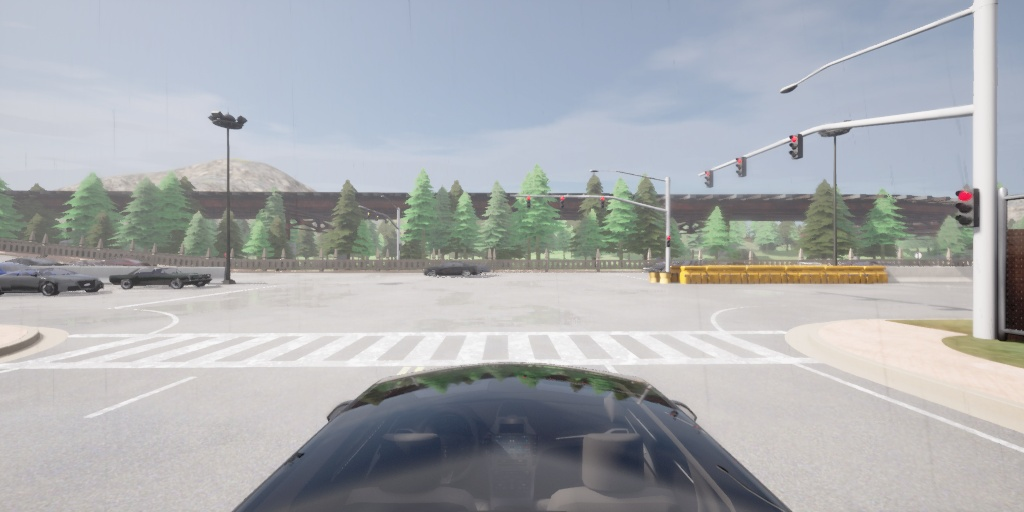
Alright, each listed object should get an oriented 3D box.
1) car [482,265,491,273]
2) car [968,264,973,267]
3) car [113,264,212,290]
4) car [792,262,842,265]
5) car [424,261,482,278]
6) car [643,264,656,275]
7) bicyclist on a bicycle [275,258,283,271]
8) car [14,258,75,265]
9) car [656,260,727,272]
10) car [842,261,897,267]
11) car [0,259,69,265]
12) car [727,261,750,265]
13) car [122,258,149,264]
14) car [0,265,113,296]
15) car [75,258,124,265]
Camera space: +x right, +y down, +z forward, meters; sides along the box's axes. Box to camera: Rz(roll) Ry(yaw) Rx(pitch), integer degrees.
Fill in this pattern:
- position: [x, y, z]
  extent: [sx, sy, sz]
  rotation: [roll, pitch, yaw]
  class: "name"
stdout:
- position: [-4.808, 1.297, 36.842]
  extent: [5.357, 1.411, 2.033]
  rotation: [0, 0, -2]
  class: "car"
- position: [51.956, 1.080, 38.513]
  extent: [4.674, 1.442, 1.812]
  rotation: [0, 0, -2]
  class: "car"
- position: [-21.484, 1.345, 22.115]
  extent: [4.718, 1.301, 1.895]
  rotation: [0, 0, -2]
  class: "car"
- position: [24.965, 1.276, 30.749]
  extent: [4.674, 1.442, 1.812]
  rotation: [0, 0, -2]
  class: "car"
- position: [-5.608, 1.227, 33.315]
  extent: [5.008, 1.535, 1.882]
  rotation: [0, 0, -2]
  class: "car"
- position: [16.245, 1.241, 37.499]
  extent: [4.902, 1.511, 2.128]
  rotation: [0, 0, -2]
  class: "car"
- position: [-28.458, 1.041, 43.894]
  extent: [0.582, 1.620, 1.656]
  rotation: [0, 0, -2]
  class: "bicyclist on a bicycle"
- position: [-39.058, 0.864, 28.791]
  extent: [5.008, 1.535, 1.882]
  rotation: [2, 0, -2]
  class: "car"
- position: [15.180, 1.102, 30.463]
  extent: [4.553, 1.767, 2.097]
  rotation: [0, 0, -2]
  class: "car"
- position: [34.356, 1.237, 34.557]
  extent: [4.902, 1.511, 2.128]
  rotation: [-1, 0, -2]
  class: "car"
- position: [-30.868, 1.166, 21.827]
  extent: [5.008, 1.535, 1.882]
  rotation: [1, 0, -2]
  class: "car"
- position: [20.514, 1.255, 34.131]
  extent: [4.892, 1.490, 1.837]
  rotation: [0, 0, -2]
  class: "car"
- position: [-38.955, 0.927, 35.796]
  extent: [4.674, 1.442, 1.812]
  rotation: [3, 0, -1]
  class: "car"
- position: [-24.024, 1.306, 18.537]
  extent: [4.181, 1.385, 1.994]
  rotation: [0, 0, -2]
  class: "car"
- position: [-38.663, 1.013, 32.301]
  extent: [4.718, 1.301, 1.895]
  rotation: [3, 0, -2]
  class: "car"
